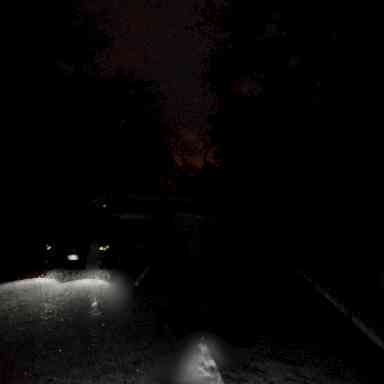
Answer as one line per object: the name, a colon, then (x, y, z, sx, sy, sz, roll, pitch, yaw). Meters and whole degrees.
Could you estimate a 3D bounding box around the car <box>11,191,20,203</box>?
car: (-19.291, 0.336, 32.595, 4.674, 1.442, 1.812, 3, -1, 4)

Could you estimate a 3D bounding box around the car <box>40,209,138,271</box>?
car: (-2.995, 1.475, 10.523, 1.994, 1.385, 4.181, 1, 1, 2)

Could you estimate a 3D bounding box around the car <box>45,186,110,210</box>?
car: (-9.545, 0.597, 27.692, 5.566, 2.045, 2.150, 4, 0, 21)
